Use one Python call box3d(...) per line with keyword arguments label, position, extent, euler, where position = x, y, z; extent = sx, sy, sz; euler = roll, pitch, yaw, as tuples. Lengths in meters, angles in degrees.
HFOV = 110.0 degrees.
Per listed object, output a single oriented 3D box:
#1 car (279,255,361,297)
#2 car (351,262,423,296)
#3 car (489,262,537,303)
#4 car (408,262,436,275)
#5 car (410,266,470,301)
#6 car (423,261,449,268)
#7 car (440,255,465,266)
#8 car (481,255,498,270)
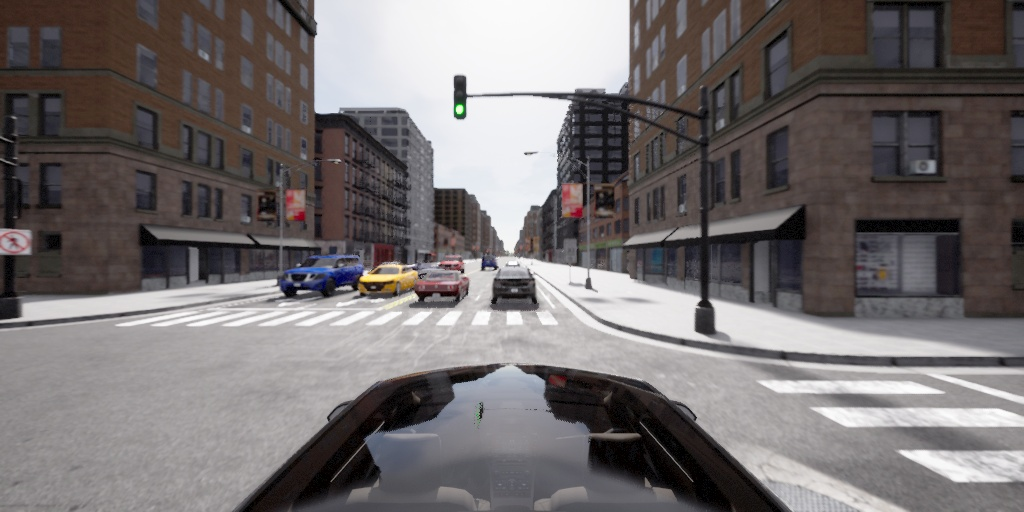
box3d(label="car", position=(-9.840, 0.965, 19.183), extent=(2.150, 2.045, 5.566), euler=(0, 0, 0))
box3d(label="car", position=(-6.596, 1.221, 19.567), extent=(1.882, 1.535, 5.008), euler=(0, 0, 0))
box3d(label="car", position=(0.100, 1.223, 16.751), extent=(1.882, 1.535, 5.008), euler=(0, 0, 0))
box3d(label="car", position=(-9.748, 1.334, 39.228), extent=(1.895, 1.301, 4.718), euler=(0, 0, 0))
box3d(label="car", position=(-3.151, 1.346, 17.174), extent=(1.895, 1.301, 4.718), euler=(0, 0, 0))
box3d(label="car", position=(-6.577, 1.303, 28.561), extent=(1.994, 1.385, 4.181), euler=(0, 0, 0))
box3d(label="car", position=(-6.498, 0.955, 39.290), extent=(2.150, 2.045, 5.566), euler=(0, 0, 0))
box3d(label="car", position=(-3.214, 0.948, 51.126), extent=(2.150, 2.045, 5.566), euler=(0, 0, 0))
